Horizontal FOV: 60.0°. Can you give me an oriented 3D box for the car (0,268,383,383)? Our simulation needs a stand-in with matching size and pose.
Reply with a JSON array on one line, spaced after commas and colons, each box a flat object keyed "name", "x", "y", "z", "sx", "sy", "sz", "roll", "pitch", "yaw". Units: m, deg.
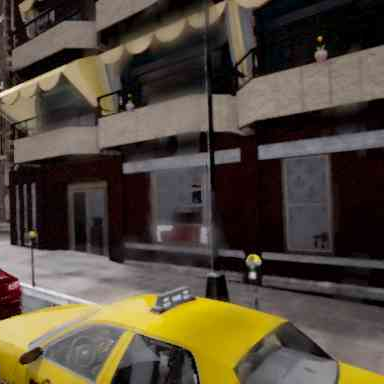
[{"name": "car", "x": -0.380, "y": 1.548, "z": 3.018, "sx": 4.829, "sy": 1.417, "sz": 1.752, "roll": -1, "pitch": -2, "yaw": 36}]
